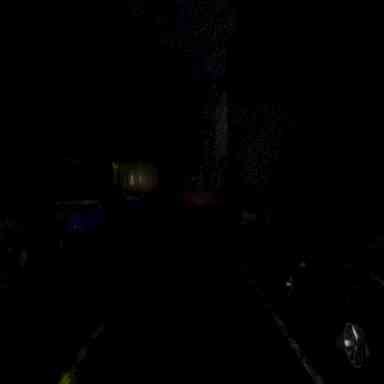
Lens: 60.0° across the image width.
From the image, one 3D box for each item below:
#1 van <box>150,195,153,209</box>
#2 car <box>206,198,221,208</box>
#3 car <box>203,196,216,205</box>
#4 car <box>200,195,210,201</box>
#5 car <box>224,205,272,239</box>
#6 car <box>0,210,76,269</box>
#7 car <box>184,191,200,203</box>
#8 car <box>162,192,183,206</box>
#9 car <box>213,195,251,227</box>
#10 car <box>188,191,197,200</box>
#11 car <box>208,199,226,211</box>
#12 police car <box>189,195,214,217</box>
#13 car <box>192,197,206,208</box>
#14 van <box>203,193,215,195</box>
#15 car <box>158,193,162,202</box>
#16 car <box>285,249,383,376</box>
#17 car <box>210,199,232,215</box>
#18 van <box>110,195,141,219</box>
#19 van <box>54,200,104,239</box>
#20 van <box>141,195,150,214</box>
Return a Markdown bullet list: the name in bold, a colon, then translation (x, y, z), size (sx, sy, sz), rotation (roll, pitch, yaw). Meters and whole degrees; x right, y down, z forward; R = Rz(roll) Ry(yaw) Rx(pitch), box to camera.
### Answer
- **van**: translation (-5.654, 1.236, 39.315), size (1.690, 1.788, 3.998), rotation (0, 0, 0)
- **car**: translation (2.873, 1.457, 45.000), size (1.802, 1.307, 4.206), rotation (0, 0, 0)
- **car**: translation (2.878, 1.377, 56.321), size (1.887, 1.381, 4.507), rotation (0, 0, 0)
- **car**: translation (2.886, 1.327, 73.302), size (1.947, 1.339, 4.313), rotation (0, 0, 0)
- **car**: translation (2.861, 1.544, 16.697), size (1.802, 1.307, 4.206), rotation (0, 0, 0)
- **car**: translation (-5.667, 1.521, 11.026), size (1.887, 1.381, 4.507), rotation (0, 0, 0)
- **car**: translation (0.026, 1.034, 65.794), size (2.150, 2.045, 5.566), rotation (0, 0, 0)
- **car**: translation (-3.046, 1.070, 52.585), size (2.150, 2.045, 5.566), rotation (0, 0, 0)
- **car**: translation (2.862, 1.262, 22.357), size (2.192, 1.841, 5.009), rotation (0, 0, 0)
- **car**: translation (0.033, 0.809, 80.899), size (2.150, 2.045, 5.566), rotation (0, 0, 0)
- **car**: translation (2.871, 1.476, 39.339), size (1.802, 1.307, 4.206), rotation (0, 0, 0)
- **police car**: translation (0.912, 1.349, 30.422), size (1.930, 1.638, 5.238), rotation (0, 0, 0)
- **car**: translation (0.919, 1.396, 46.312), size (1.812, 1.442, 4.674), rotation (0, 0, 0)
- **van**: translation (2.875, 1.195, 50.659), size (1.690, 1.788, 3.998), rotation (0, 0, 0)
- **car**: translation (-5.642, 1.102, 67.604), size (2.192, 1.841, 5.009), rotation (0, 0, 0)
- **car**: translation (2.856, 1.555, 5.376), size (1.947, 1.339, 4.313), rotation (0, 0, 0)
- **car**: translation (2.869, 1.458, 33.679), size (1.887, 1.381, 4.507), rotation (0, 0, 0)
- **van**: translation (-5.659, 1.273, 27.999), size (1.690, 1.788, 3.998), rotation (0, 0, 0)
- **van**: translation (-5.665, 1.304, 16.683), size (1.690, 1.788, 3.998), rotation (0, 0, 0)
- **van**: translation (-5.657, 1.255, 33.656), size (1.690, 1.788, 3.998), rotation (0, 0, 0)
